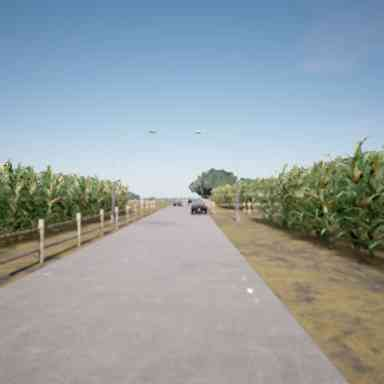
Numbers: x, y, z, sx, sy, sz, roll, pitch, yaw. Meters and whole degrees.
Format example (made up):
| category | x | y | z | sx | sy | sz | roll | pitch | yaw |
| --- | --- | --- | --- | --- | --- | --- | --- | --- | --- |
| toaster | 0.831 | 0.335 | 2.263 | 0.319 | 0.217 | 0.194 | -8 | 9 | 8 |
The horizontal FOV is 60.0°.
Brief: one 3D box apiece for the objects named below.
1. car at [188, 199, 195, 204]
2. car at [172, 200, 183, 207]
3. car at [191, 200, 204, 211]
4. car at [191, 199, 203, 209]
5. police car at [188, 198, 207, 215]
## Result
| category | x | y | z | sx | sy | sz | roll | pitch | yaw |
| --- | --- | --- | --- | --- | --- | --- | --- | --- | --- |
| car | -0.050 | 2.455 | 90.193 | 1.895 | 1.301 | 4.718 | 0 | -1 | 0 |
| car | -2.797 | 2.175 | 65.017 | 2.033 | 1.411 | 5.357 | 0 | -1 | 0 |
| car | 0.797 | 1.967 | 49.753 | 1.837 | 1.490 | 4.892 | 0 | -1 | 0 |
| car | 0.794 | 2.002 | 55.754 | 1.882 | 1.535 | 5.008 | 0 | -1 | 0 |
| police car | 0.803 | 1.792 | 39.861 | 1.930 | 1.638 | 5.238 | 0 | -1 | 0 |
